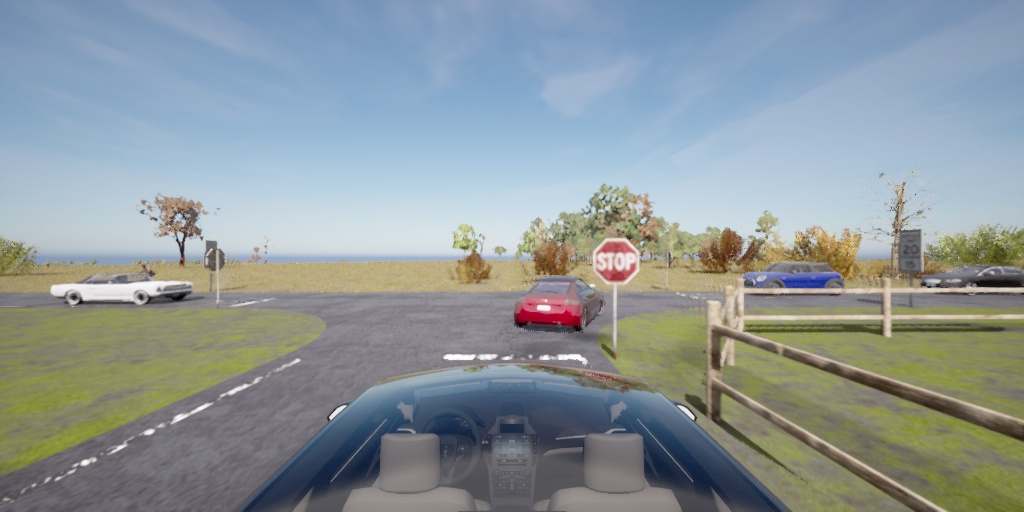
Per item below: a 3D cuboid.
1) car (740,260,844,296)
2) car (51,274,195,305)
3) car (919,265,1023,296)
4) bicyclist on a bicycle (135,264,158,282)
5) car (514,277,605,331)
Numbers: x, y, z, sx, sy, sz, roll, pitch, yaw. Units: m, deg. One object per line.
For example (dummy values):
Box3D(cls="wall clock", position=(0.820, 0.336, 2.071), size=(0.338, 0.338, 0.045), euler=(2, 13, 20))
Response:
Box3D(cls="car", position=(14.395, 1.113, 18.762), size=(4.553, 1.767, 2.097), euler=(0, 0, 0))
Box3D(cls="car", position=(-17.209, 1.436, 16.064), size=(4.718, 1.301, 1.895), euler=(0, 0, 0))
Box3D(cls="car", position=(24.301, 1.231, 18.683), size=(4.902, 1.511, 2.128), euler=(0, 0, 0))
Box3D(cls="bicyclist on a bicycle", position=(-22.509, 1.320, 22.080), size=(0.582, 1.620, 1.656), euler=(0, 0, 0))
Box3D(cls="car", position=(1.625, 1.343, 11.359), size=(1.994, 1.385, 4.181), euler=(0, 0, 23))
